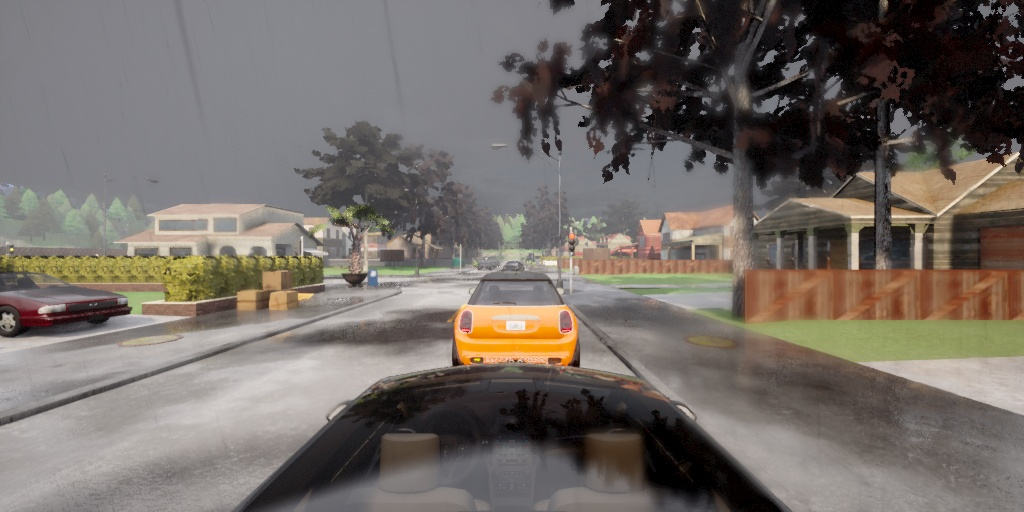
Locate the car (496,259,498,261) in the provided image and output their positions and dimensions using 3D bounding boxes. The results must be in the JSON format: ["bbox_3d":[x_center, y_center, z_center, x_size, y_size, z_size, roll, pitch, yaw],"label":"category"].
[{"bbox_3d":[-3.600,1.241,59.260,2.128,1.511,4.902,0,0,1],"label":"car"}]

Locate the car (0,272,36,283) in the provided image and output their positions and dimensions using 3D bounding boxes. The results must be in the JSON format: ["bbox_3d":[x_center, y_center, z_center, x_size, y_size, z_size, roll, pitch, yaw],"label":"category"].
[{"bbox_3d":[-44.655,1.314,30.885,4.181,1.385,1.994,0,0,1],"label":"car"}]

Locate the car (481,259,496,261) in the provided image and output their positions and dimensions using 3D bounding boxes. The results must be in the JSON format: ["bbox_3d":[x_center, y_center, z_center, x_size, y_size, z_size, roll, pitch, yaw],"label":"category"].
[{"bbox_3d":[-3.692,1.255,49.920,1.837,1.490,4.892,0,0,1],"label":"car"}]

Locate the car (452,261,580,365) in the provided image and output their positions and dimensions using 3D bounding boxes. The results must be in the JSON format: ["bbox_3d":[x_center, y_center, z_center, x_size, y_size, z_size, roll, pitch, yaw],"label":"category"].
[{"bbox_3d":[0.096,1.102,7.713,2.097,1.767,4.553,0,0,1],"label":"car"}]
